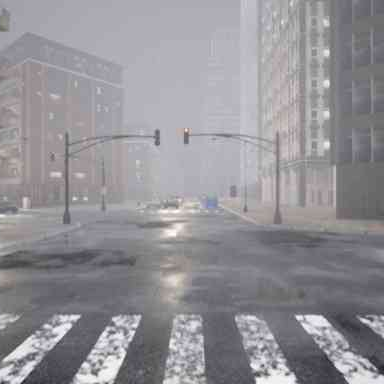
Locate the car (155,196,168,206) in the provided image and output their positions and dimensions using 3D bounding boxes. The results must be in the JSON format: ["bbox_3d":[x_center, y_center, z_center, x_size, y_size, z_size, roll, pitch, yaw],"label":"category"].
[{"bbox_3d":[-5.217,1.464,57.304,1.967,1.590,4.097,0,0,0],"label":"car"}]

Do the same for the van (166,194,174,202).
[{"bbox_3d":[-5.180,1.410,79.512,1.690,1.788,3.998,0,0,0],"label":"van"}]

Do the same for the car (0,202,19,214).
[{"bbox_3d":[-21.085,1.760,36.897,4.718,1.301,1.895,-1,-1,41],"label":"car"}]

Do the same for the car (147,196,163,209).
[{"bbox_3d":[-5.236,1.533,46.028,1.752,1.417,4.829,0,0,0],"label":"car"}]

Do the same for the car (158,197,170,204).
[{"bbox_3d":[-5.209,1.600,62.856,1.947,1.339,4.313,0,0,0],"label":"car"}]

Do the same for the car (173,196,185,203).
[{"bbox_3d":[-2.636,1.539,69.028,2.128,1.511,4.902,0,0,0],"label":"car"}]

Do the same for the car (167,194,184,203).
[{"bbox_3d":[-2.728,1.373,55.269,2.097,1.767,4.553,0,0,1],"label":"car"}]

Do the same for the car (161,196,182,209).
[{"bbox_3d":[-2.754,1.608,45.329,1.895,1.301,4.718,0,0,0],"label":"car"}]

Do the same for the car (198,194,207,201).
[{"bbox_3d":[2.707,1.399,85.053,2.192,1.841,5.009,0,0,0],"label":"car"}]

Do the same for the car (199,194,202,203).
[{"bbox_3d":[2.681,1.590,68.394,1.887,1.381,4.507,0,0,0],"label":"car"}]

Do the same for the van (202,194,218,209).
[{"bbox_3d":[2.645,1.349,46.185,1.690,1.788,3.998,0,0,0],"label":"van"}]
